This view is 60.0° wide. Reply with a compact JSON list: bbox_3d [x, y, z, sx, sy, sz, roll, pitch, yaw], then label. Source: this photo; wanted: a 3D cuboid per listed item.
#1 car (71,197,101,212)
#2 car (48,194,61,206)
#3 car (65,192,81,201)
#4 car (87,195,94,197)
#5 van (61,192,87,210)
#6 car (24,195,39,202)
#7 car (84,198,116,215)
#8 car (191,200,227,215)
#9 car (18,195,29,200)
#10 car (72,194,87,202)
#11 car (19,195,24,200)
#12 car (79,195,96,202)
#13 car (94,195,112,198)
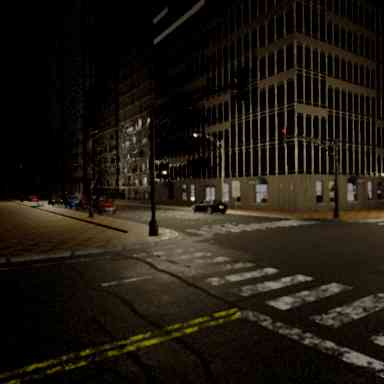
[{"bbox_3d":[-12.119,1.528,38.092,1.802,1.307,4.206,-1,1,-34],"label":"car"},{"bbox_3d":[-21.254,1.425,51.814,1.752,1.417,4.829,-1,1,-34],"label":"car"},{"bbox_3d":[-26.744,1.010,74.797,2.192,1.841,5.009,-1,1,-34],"label":"car"},{"bbox_3d":[-17.525,1.299,60.954,2.008,1.369,4.403,-1,1,-34],"label":"car"},{"bbox_3d":[-15.198,1.272,42.711,1.690,1.788,3.998,-1,1,-34],"label":"van"},{"bbox_3d":[-33.654,1.374,70.440,1.887,1.381,4.507,-1,1,-34],"label":"car"},{"bbox_3d":[-9.042,1.542,33.471,1.802,1.307,4.206,-1,1,-34],"label":"car"},{"bbox_3d":[1.613,1.409,32.061,1.947,1.339,4.313,-1,1,-34],"label":"car"},{"bbox_3d":[-42.763,1.351,84.384,1.802,1.307,4.206,-1,1,-34],"label":"car"},{"bbox_3d":[-23.765,1.238,70.325,1.752,1.417,4.829,-1,1,-34],"label":"car"},{"bbox_3d":[-39.687,1.355,79.763,1.947,1.339,4.313,-1,1,-34],"label":"car"},{"bbox_3d":[-20.598,1.276,65.569,1.887,1.381,4.507,-1,1,-34],"label":"car"},{"bbox_3d":[-14.548,1.290,56.480,1.752,1.417,4.829,-1,1,-34],"label":"car"}]
